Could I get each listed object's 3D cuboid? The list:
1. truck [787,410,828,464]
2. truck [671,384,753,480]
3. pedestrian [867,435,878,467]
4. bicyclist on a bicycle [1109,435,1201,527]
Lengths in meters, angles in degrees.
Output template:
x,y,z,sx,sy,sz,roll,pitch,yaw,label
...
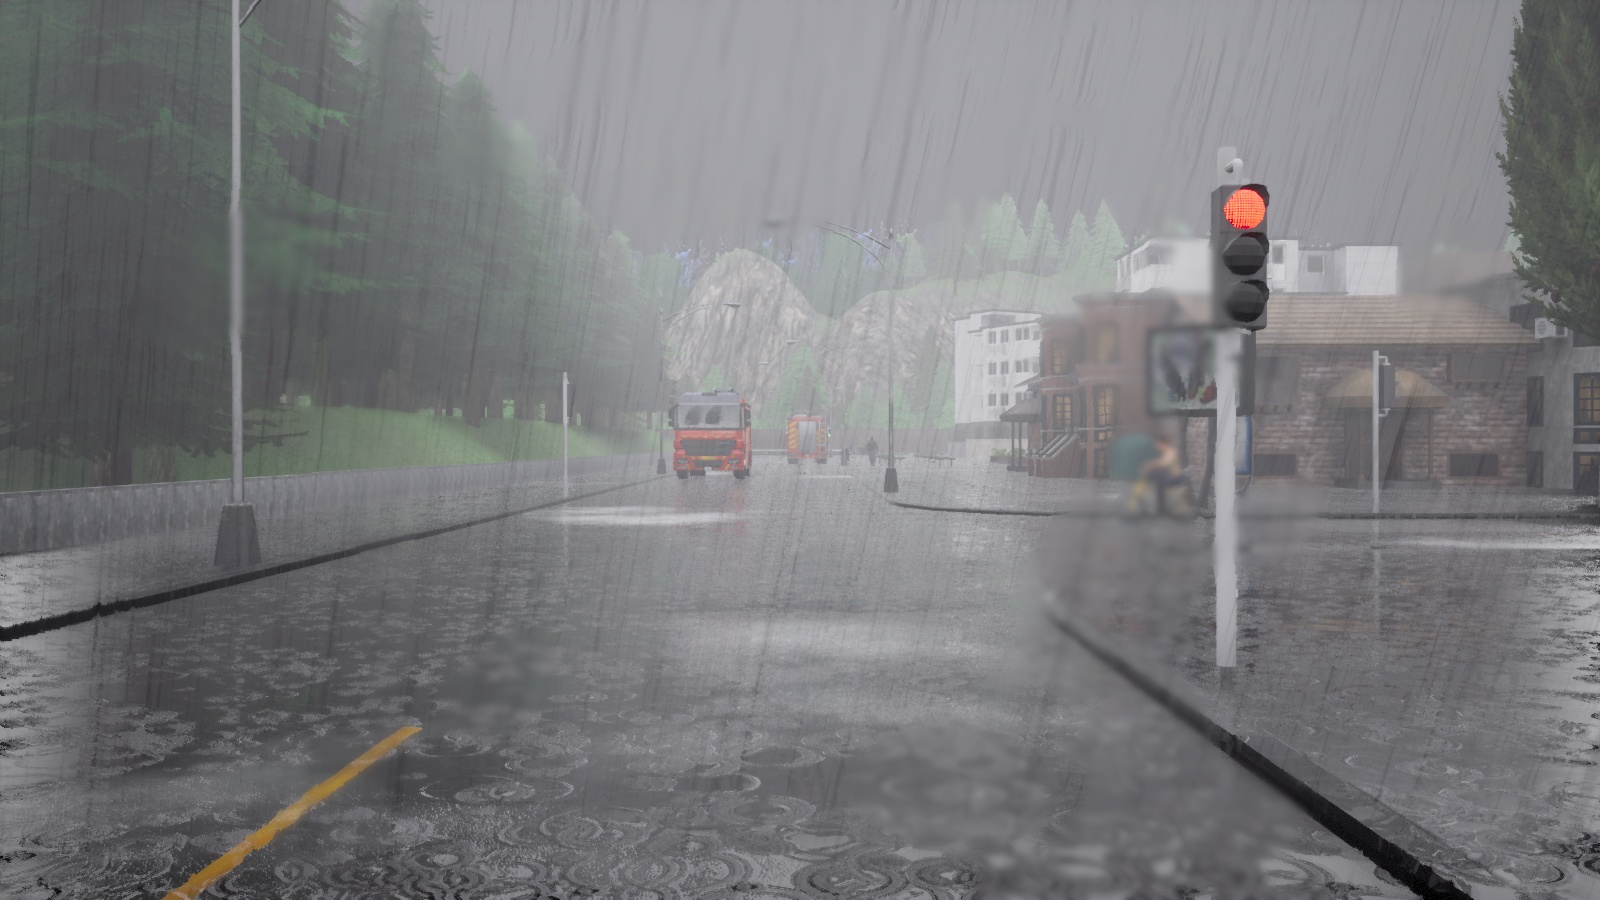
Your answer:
x,y,z,sx,sy,sz,roll,pitch,yaw,label
0.533,-0.942,92.886,2.891,3.827,8.468,0,0,0,truck
-3.682,-0.728,54.426,2.891,3.827,8.468,0,0,0,truck
4.215,0.048,72.953,0.563,1.883,0.849,0,0,1,pedestrian
6.394,0.559,22.686,1.509,1.612,0.866,0,-1,9,bicyclist on a bicycle
